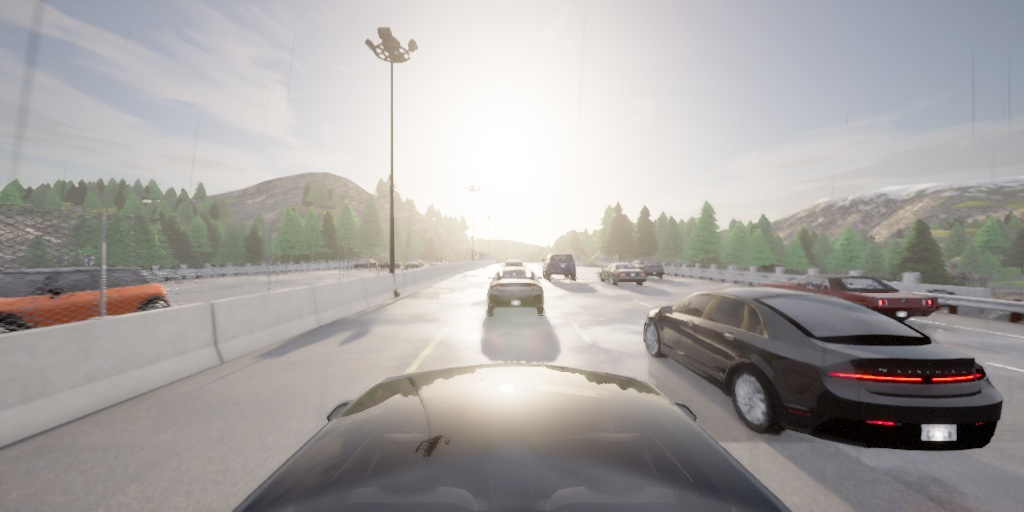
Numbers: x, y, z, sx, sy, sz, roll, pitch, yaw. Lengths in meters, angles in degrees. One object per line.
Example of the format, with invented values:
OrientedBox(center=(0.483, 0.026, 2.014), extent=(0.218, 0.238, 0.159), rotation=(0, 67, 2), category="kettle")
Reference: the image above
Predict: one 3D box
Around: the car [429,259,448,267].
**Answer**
OrientedBox(center=(-10.487, 1.189, 51.732), extent=(2.033, 1.411, 5.357), rotation=(0, -1, 0), category="car")

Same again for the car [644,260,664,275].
OrientedBox(center=(10.646, 1.064, 29.174), extent=(2.128, 1.511, 4.902), rotation=(0, 0, 0), category="car")

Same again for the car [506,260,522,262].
OrientedBox(center=(0.148, 1.072, 29.292), extent=(1.837, 1.490, 4.892), rotation=(0, 0, 0), category="car")

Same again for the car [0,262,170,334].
OrientedBox(center=(-10.590, 1.050, 8.008), extent=(2.097, 1.767, 4.553), rotation=(0, 0, 0), category="car")

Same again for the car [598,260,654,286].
OrientedBox(center=(7.137, 1.146, 23.658), extent=(2.033, 1.411, 5.357), rotation=(0, 0, 0), category="car")

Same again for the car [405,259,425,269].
OrientedBox(center=(-13.983, 1.167, 51.854), extent=(1.812, 1.442, 4.674), rotation=(0, 0, 0), category="car")

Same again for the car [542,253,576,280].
OrientedBox(center=(3.646, 0.794, 28.293), extent=(2.150, 2.045, 5.566), rotation=(0, 0, 0), category="car")

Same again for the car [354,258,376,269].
OrientedBox(center=(-20.981, 1.112, 51.603), extent=(1.882, 1.535, 5.008), rotation=(0, -1, 0), category="car")

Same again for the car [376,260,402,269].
OrientedBox(center=(-17.481, 1.239, 51.727), extent=(1.895, 1.301, 4.718), rotation=(0, -1, 1), category="car")

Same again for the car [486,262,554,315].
OrientedBox(center=(0.119, 1.158, 13.046), extent=(2.128, 1.511, 4.902), rotation=(0, 0, 0), category="car")

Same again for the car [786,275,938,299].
OrientedBox(center=(10.617, 1.281, 11.976), extent=(1.895, 1.301, 4.718), rotation=(0, 0, 0), category="car")

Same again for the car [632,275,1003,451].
OrientedBox(center=(3.602, 1.229, 5.441), extent=(1.837, 1.490, 4.892), rotation=(0, 0, 0), category="car")

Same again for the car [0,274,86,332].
OrientedBox(center=(-14.089, 1.253, 8.929), extent=(1.994, 1.385, 4.181), rotation=(0, 0, 0), category="car")
